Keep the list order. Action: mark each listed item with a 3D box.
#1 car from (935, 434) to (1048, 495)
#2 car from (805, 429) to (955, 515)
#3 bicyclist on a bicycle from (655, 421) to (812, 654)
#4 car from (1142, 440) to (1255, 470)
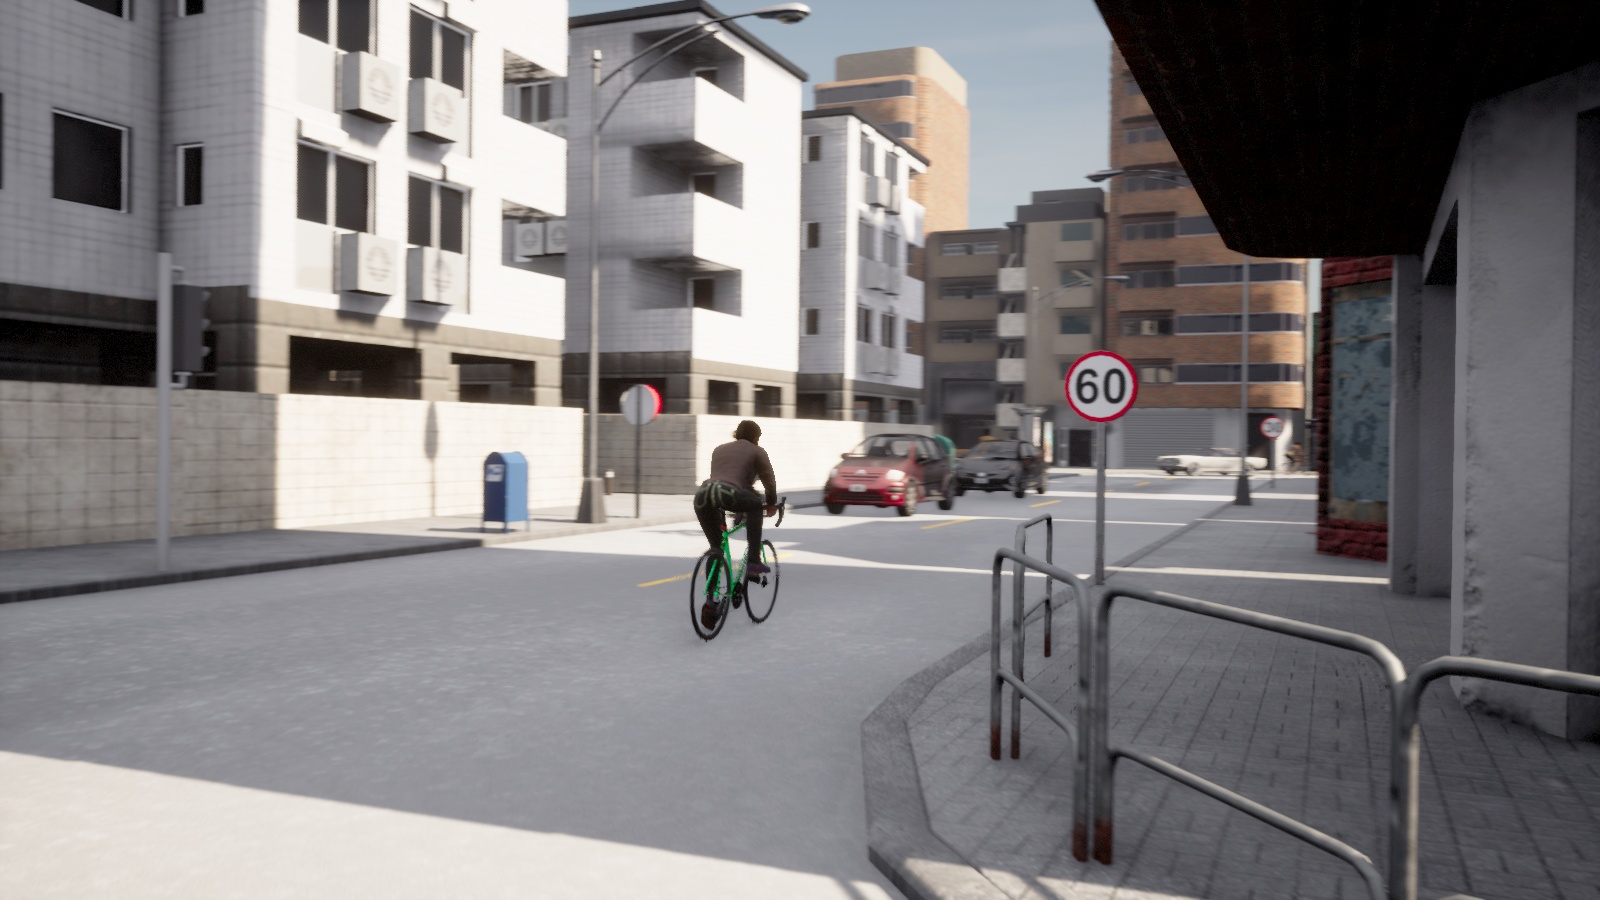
[{"bbox_3d":[5.273,0.344,34.138,2.007,1.525,4.514,0,1,22],"label":"car"},{"bbox_3d":[1.720,0.393,25.585,1.851,1.617,3.988,0,1,23],"label":"car"},{"bbox_3d":[-0.465,0.603,9.591,0.582,1.620,1.656,0,0,20],"label":"bicyclist on a bicycle"},{"bbox_3d":[18.278,0.215,57.621,4.718,1.301,1.895,0,1,-19],"label":"car"}]
